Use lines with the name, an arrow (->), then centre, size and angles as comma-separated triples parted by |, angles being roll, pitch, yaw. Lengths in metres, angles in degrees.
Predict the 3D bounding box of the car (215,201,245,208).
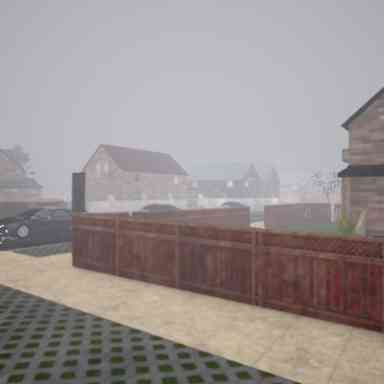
car -> 4.121, 1.752, 35.874 | 1.812, 1.442, 4.674 | 0, 0, 35

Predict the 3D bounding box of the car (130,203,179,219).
car -> -2.866, 1.654, 26.037 | 1.837, 1.490, 4.892 | 0, 0, 36

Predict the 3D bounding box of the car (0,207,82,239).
car -> -8.313, 1.598, 18.365 | 1.837, 1.490, 4.892 | 0, 0, 35
